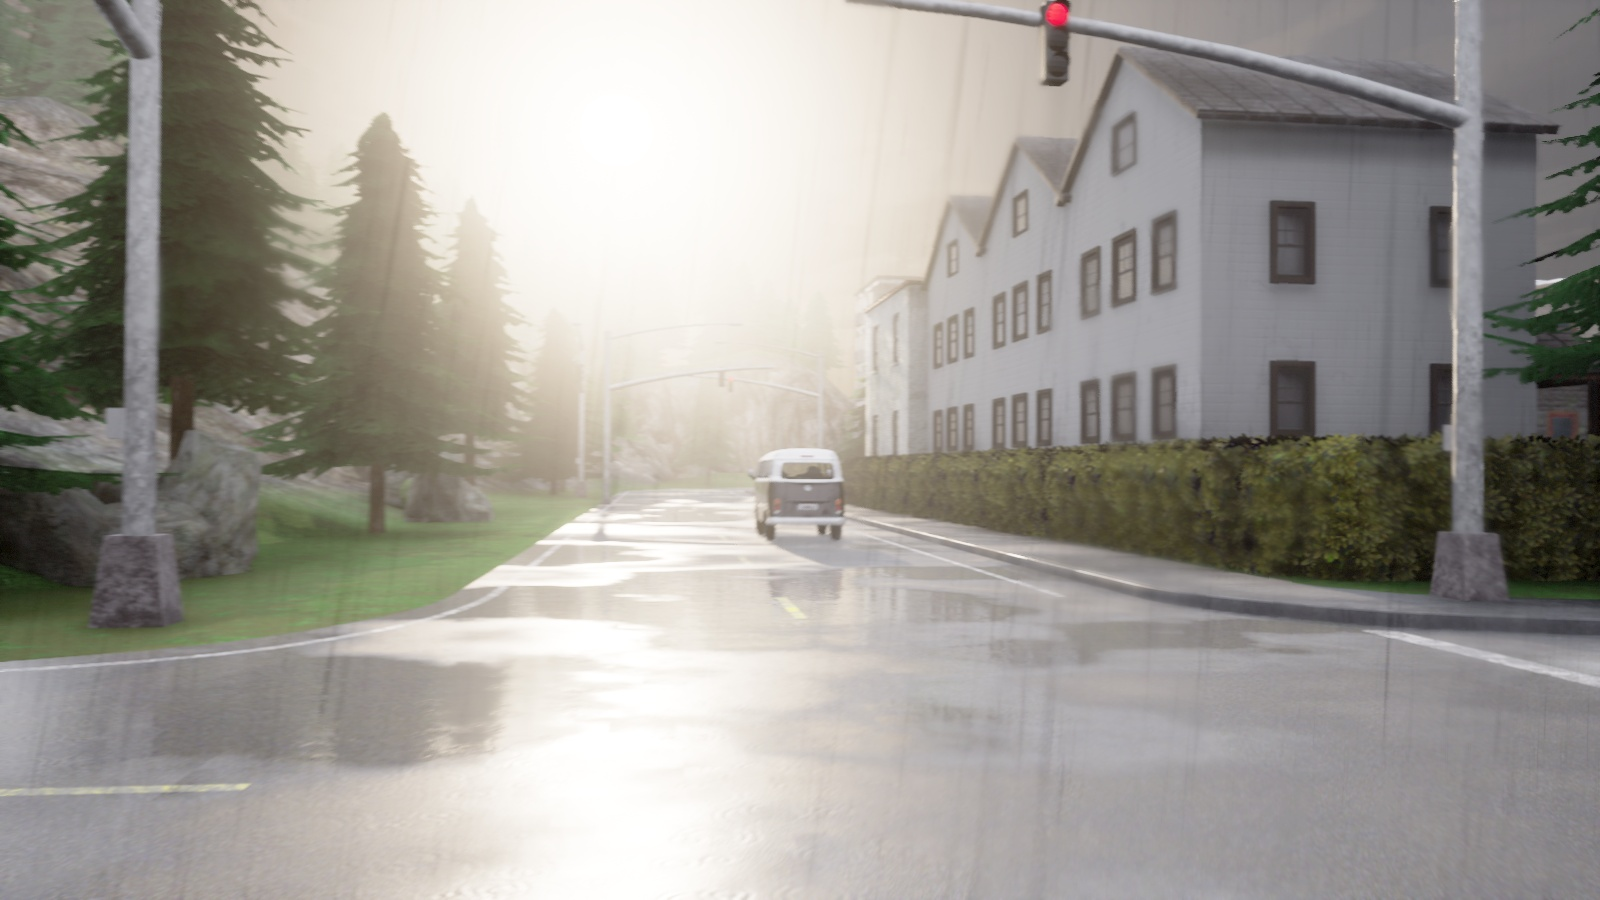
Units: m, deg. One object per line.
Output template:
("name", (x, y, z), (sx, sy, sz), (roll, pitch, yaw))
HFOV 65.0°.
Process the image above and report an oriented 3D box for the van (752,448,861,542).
("van", (0.056, 1.021, 29.588), (2.069, 2.038, 4.480), (0, -1, -6))
